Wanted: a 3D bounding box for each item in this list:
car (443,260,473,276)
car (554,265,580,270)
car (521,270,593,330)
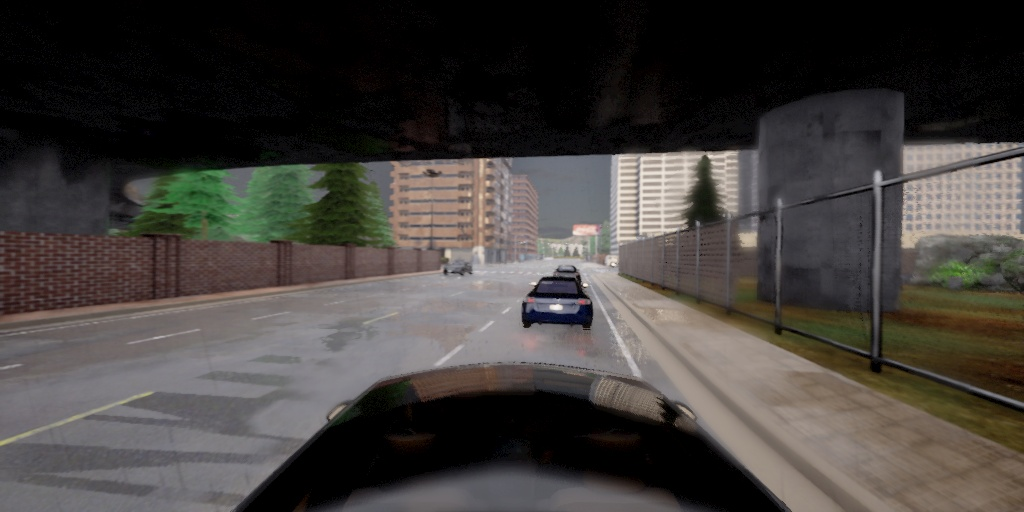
[{"bbox_3d":[-5.211,1.133,35.120,2.128,1.511,4.902,1,0,10],"label":"car"},{"bbox_3d":[3.971,1.332,26.099,1.994,1.385,4.181,1,0,10],"label":"car"},{"bbox_3d":[1.468,1.321,11.355,1.994,1.385,4.181,1,0,9],"label":"car"}]
